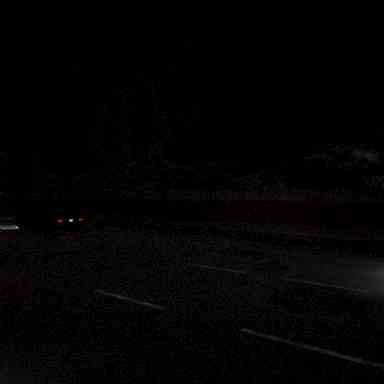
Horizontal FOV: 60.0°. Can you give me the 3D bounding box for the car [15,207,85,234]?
[{"bbox_3d":[-8.307,1.556,19.254,5.357,1.411,2.033,0,0,41],"label":"car"}]
